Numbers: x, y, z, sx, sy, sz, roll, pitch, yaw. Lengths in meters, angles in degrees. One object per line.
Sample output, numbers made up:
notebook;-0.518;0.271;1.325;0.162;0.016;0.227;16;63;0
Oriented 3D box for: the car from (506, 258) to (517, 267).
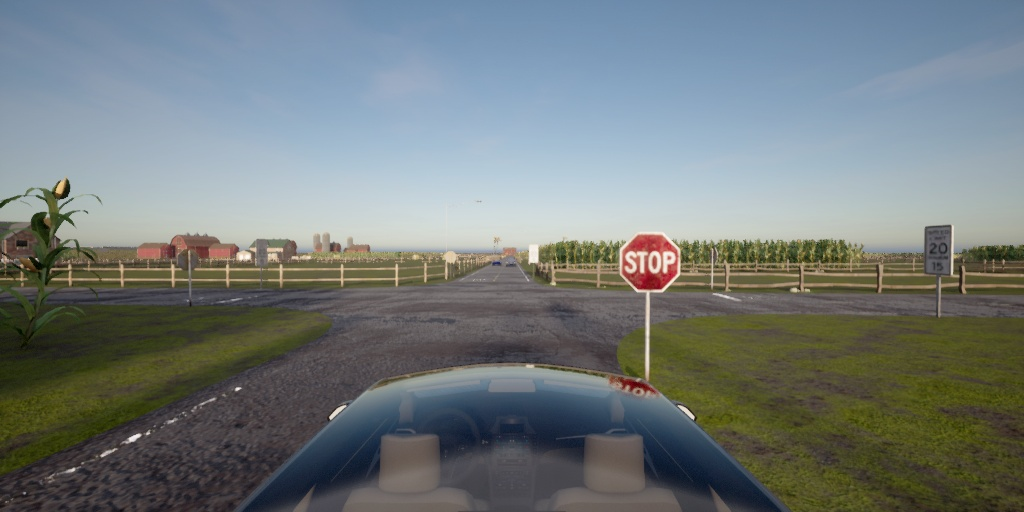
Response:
car;-0.129;1.232;63.431;2.033;1.411;5.357;0;0;0
